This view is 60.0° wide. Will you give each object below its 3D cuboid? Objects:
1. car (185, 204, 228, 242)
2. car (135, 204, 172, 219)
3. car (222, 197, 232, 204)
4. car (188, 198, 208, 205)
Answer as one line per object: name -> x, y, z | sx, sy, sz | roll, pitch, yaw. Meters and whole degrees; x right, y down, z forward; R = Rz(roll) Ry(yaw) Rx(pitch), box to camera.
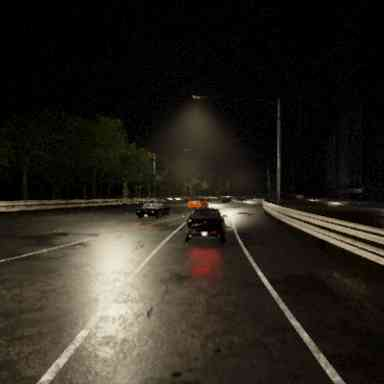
car -> 0.724, 1.567, 16.946 | 1.837, 1.490, 4.892 | 0, 0, 4
car -> -3.302, 1.684, 29.729 | 1.895, 1.301, 4.718 | 1, 0, 14
car -> 7.941, 1.951, 76.051 | 1.837, 1.490, 4.892 | 0, 0, 14
car -> 0.852, 1.567, 46.841 | 2.097, 1.767, 4.553 | 0, 0, 14
